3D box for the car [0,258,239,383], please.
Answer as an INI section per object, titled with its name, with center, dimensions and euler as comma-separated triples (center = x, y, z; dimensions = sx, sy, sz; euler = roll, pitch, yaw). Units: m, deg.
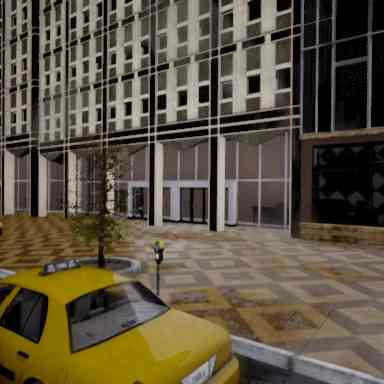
[car]
center = -1.806, 1.523, 4.187
dimensions = 4.829, 1.417, 1.752
euler = 0, 1, 36
